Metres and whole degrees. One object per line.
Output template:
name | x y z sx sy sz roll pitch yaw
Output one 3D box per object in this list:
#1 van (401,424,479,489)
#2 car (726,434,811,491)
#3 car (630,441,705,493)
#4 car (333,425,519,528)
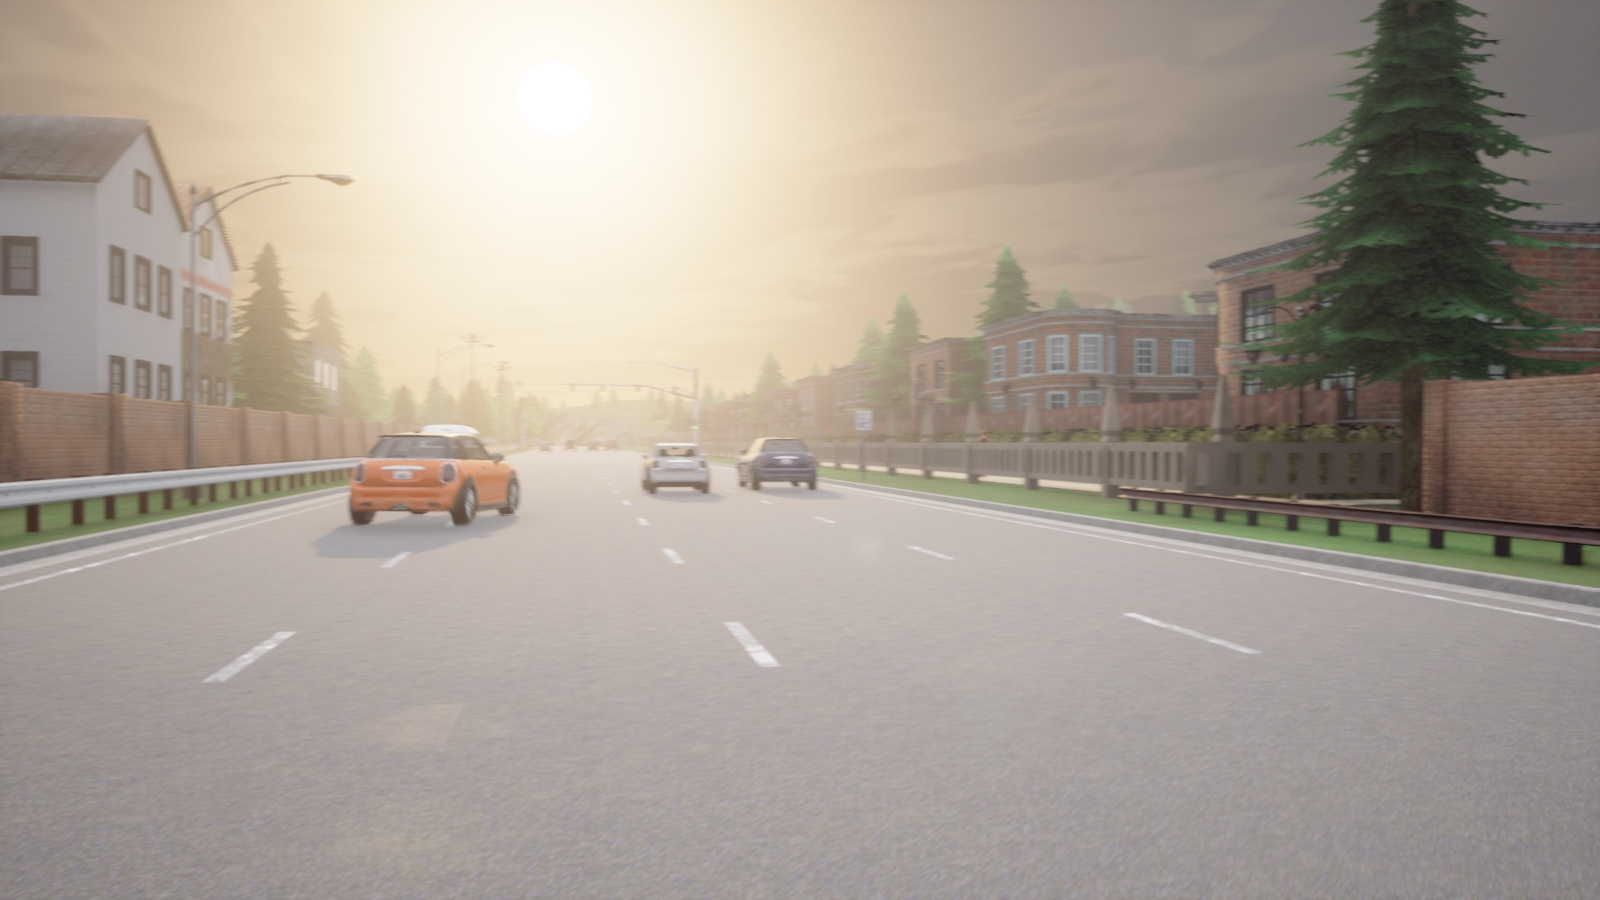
van | -11.786 0.194 41.391 2.069 2.038 4.480 0 0 -11
car | -1.100 0.369 41.366 2.097 1.767 4.553 0 0 -11
car | -4.082 0.482 38.272 1.970 1.475 3.806 0 0 -11
car | -7.000 0.444 24.058 2.097 1.767 4.553 0 0 1
